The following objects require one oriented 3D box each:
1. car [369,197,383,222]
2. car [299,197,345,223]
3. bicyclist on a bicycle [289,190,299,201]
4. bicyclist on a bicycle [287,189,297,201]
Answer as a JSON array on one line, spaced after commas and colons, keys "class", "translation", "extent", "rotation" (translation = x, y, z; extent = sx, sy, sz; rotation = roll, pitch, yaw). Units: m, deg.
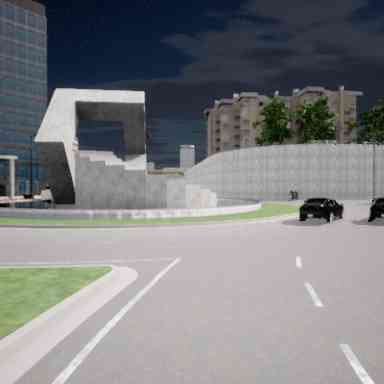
[{"class": "car", "translation": [12.847, 1.115, 21.773], "extent": [1.837, 1.490, 4.892], "rotation": [1, 2, 35]}, {"class": "car", "translation": [8.540, 1.115, 21.713], "extent": [1.837, 1.490, 4.892], "rotation": [1, 1, 38]}, {"class": "bicyclist on a bicycle", "translation": [15.620, 0.527, 50.095], "extent": [1.656, 1.620, 0.582], "rotation": [-7, 14, -34]}, {"class": "bicyclist on a bicycle", "translation": [15.224, 0.481, 50.576], "extent": [1.656, 1.620, 0.582], "rotation": [-12, 8, -36]}]
